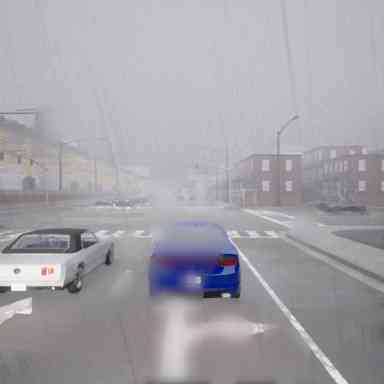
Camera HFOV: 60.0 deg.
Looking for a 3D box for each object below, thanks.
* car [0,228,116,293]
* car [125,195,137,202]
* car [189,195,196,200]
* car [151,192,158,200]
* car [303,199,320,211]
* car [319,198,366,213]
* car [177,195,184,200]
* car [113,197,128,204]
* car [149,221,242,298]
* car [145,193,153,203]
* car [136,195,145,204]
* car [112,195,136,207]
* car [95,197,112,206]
[{"bbox_3d":[-3.413,1.601,8.816,1.895,1.301,4.718,0,0,0],"label":"car"},{"bbox_3d":[-13.866,1.524,75.440,1.812,1.442,4.674,0,0,0],"label":"car"},{"bbox_3d":[0.164,1.540,92.520,2.033,1.411,5.357,0,0,0],"label":"car"},{"bbox_3d":[-10.345,1.104,87.609,2.150,2.045,5.566,0,0,0],"label":"car"},{"bbox_3d":[15.782,1.491,39.514,4.902,1.511,2.128,0,0,0],"label":"car"},{"bbox_3d":[16.524,1.564,36.010,4.181,1.385,1.994,0,0,0],"label":"car"},{"bbox_3d":[-3.335,1.500,93.308,1.837,1.490,4.892,0,0,0],"label":"car"},{"bbox_3d":[-13.911,1.601,65.378,1.895,1.301,4.718,0,0,1],"label":"car"},{"bbox_3d":[0.081,1.478,8.547,1.882,1.535,5.008,0,0,1],"label":"car"},{"bbox_3d":[-10.371,1.478,72.612,1.882,1.535,5.008,0,0,0],"label":"car"},{"bbox_3d":[-10.449,1.506,62.020,1.837,1.490,4.892,0,0,1],"label":"car"},{"bbox_3d":[-10.412,1.352,51.284,2.097,1.767,4.553,0,0,-1],"label":"car"},{"bbox_3d":[-13.988,1.564,52.887,1.994,1.385,4.181,0,0,0],"label":"car"}]
